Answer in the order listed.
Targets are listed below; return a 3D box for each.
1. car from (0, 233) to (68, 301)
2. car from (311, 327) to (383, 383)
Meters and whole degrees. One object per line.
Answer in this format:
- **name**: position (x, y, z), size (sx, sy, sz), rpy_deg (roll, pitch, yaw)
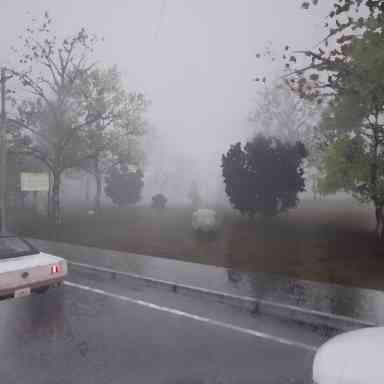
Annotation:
- **car**: position (-4.991, 1.601, 7.547), size (4.718, 1.301, 1.895), rpy_deg (0, 0, 35)
- **car**: position (3.078, 1.526, 1.812), size (4.674, 1.442, 1.812), rpy_deg (0, 0, 35)
